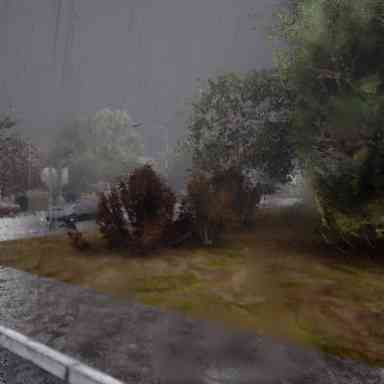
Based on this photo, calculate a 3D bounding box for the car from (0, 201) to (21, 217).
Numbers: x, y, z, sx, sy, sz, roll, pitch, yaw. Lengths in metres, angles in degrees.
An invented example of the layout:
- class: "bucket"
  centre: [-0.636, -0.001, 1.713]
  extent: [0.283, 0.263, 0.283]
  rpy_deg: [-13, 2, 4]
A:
- class: "car"
  centre: [-17.229, 1.497, 28.677]
  extent: [1.812, 1.442, 4.674]
  rpy_deg: [0, 0, 32]

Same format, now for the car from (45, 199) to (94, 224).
- class: "car"
  centre: [-7.868, 1.472, 23.550]
  extent: [2.128, 1.511, 4.902]
  rpy_deg: [0, 0, 33]

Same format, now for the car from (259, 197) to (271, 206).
- class: "car"
  centre: [11.299, 1.504, 53.859]
  extent: [1.812, 1.442, 4.674]
  rpy_deg: [0, 0, 32]

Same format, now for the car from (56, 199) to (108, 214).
- class: "car"
  centre: [-12.085, 1.518, 36.861]
  extent: [2.033, 1.411, 5.357]
  rpy_deg: [0, 0, 32]
